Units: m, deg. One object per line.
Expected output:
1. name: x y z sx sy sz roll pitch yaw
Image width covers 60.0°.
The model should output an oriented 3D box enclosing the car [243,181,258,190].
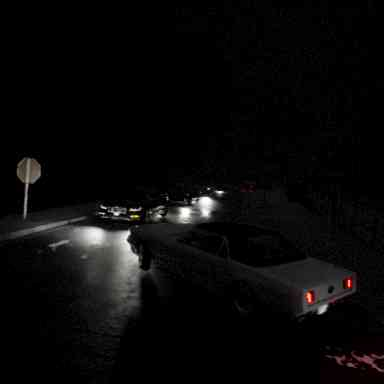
1. car: 10.010 -1.132 56.554 1.812 1.442 4.674 5 3 20

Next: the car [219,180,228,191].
1. car: 3.791 -0.931 45.804 2.033 1.411 5.357 4 3 14

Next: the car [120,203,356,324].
1. car: 0.601 1.270 6.805 1.895 1.301 4.718 2 6 -42

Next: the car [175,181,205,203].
1. car: -0.600 -0.033 24.020 1.882 1.535 5.008 4 4 11

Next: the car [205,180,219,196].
1. car: 1.275 -0.370 33.870 1.895 1.301 4.718 4 3 11

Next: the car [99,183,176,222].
1. car: -2.350 0.447 14.737 1.837 1.490 4.892 4 4 10
